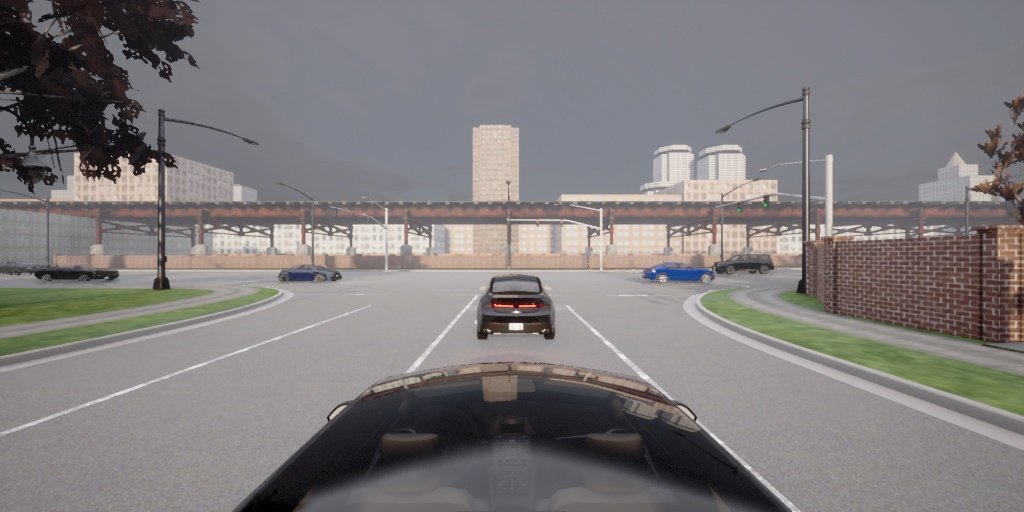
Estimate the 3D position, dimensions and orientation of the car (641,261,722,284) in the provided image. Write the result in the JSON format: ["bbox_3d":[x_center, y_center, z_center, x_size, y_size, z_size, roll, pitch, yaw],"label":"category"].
[{"bbox_3d":[12.129,1.185,26.270,5.008,1.535,1.882,0,0,2],"label":"car"}]

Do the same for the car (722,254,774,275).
[{"bbox_3d":[23.557,0.835,36.650,5.566,2.045,2.150,-1,0,3],"label":"car"}]

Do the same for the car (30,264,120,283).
[{"bbox_3d":[-33.241,1.351,27.524,4.718,1.301,1.895,0,0,2],"label":"car"}]

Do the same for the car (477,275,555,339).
[{"bbox_3d":[0.094,1.256,10.049,1.837,1.490,4.892,0,0,0],"label":"car"}]

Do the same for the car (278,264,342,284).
[{"bbox_3d":[-15.155,1.313,27.002,4.181,1.385,1.994,0,0,1],"label":"car"}]
